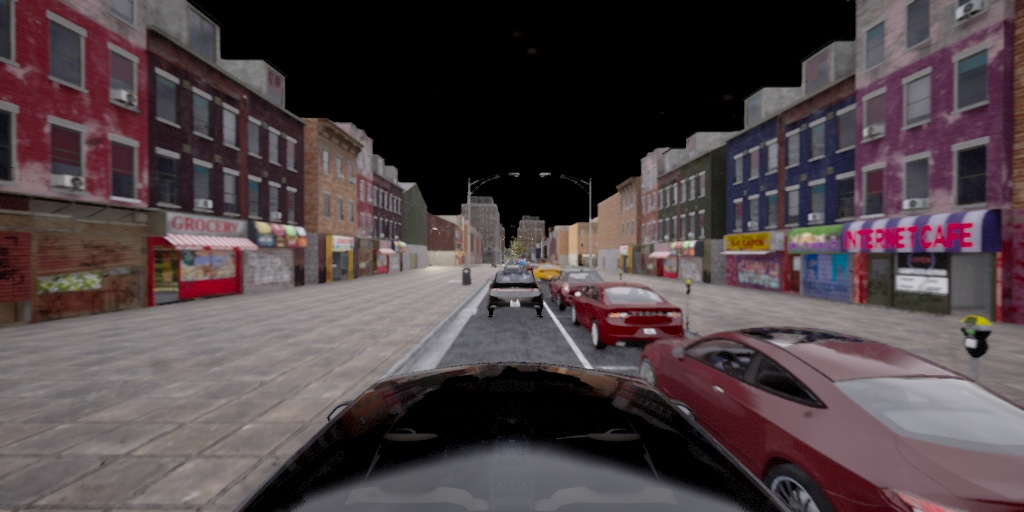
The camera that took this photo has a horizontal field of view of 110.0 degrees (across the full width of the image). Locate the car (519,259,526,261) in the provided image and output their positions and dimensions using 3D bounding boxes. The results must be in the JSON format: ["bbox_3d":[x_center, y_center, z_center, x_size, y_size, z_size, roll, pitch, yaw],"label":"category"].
[{"bbox_3d":[2.632,1.579,59.707,2.007,1.370,4.403,0,0,0],"label":"car"}]

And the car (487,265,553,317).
[{"bbox_3d":[0.097,1.266,13.348,2.128,1.511,4.902,0,0,0],"label":"car"}]

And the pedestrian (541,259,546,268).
[{"bbox_3d":[2.748,1.136,31.361,0.375,1.860,0.375,-1,0,0],"label":"pedestrian"}]

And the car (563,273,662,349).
[{"bbox_3d":[2.636,1.309,9.080,1.888,1.381,4.507,0,0,0],"label":"car"}]

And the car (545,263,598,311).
[{"bbox_3d":[2.636,1.218,14.705,1.967,1.591,4.097,0,0,0],"label":"car"}]

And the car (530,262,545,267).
[{"bbox_3d":[2.748,1.307,28.365,1.882,1.535,5.008,0,0,0],"label":"car"}]

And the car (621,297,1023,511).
[{"bbox_3d":[2.636,1.334,3.455,1.802,1.307,4.207,0,0,0],"label":"car"}]

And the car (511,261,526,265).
[{"bbox_3d":[0.098,1.460,34.674,1.895,1.301,4.718,0,0,0],"label":"car"}]

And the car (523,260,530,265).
[{"bbox_3d":[2.634,1.449,42.832,1.888,1.381,4.507,0,0,0],"label":"car"}]
